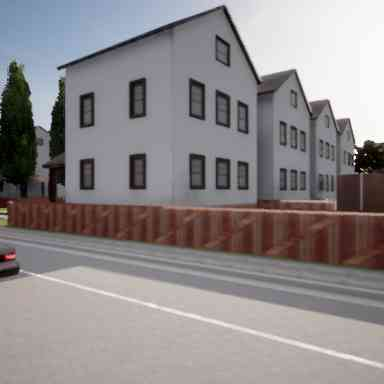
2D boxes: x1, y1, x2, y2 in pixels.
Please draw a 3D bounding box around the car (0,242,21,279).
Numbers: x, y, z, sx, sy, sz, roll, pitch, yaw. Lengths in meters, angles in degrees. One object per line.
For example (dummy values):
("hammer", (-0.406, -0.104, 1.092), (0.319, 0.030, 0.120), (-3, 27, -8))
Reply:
("car", (-6.586, 1.568, 8.682), (5.357, 1.411, 2.033), (0, 0, 36))
